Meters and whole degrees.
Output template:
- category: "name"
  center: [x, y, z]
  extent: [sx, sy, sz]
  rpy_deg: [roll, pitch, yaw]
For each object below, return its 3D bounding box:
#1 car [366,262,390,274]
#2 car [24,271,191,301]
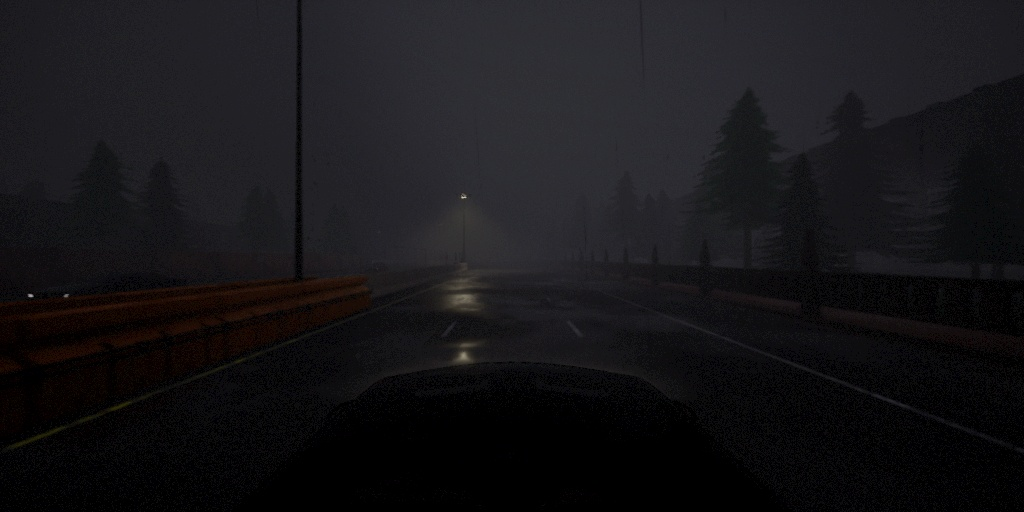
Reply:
- category: "car"
  center: [-17.360, 1.557, 46.598]
  extent: [1.812, 1.442, 4.674]
  rpy_deg: [0, 1, -1]
- category: "car"
  center: [-17.500, 1.400, 16.070]
  extent: [2.033, 1.411, 5.357]
  rpy_deg: [0, 0, 0]
